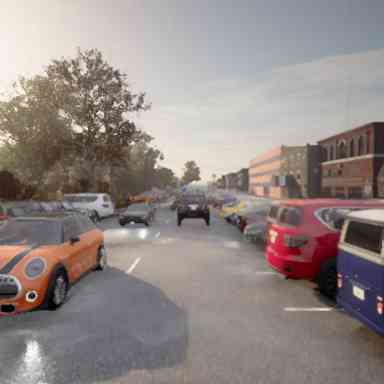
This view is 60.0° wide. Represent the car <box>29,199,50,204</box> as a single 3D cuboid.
[{"bbox_3d":[-8.515,1.310,13.310,4.553,1.767,2.185,0,0,0],"label":"car"}]

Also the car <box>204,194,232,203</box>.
[{"bbox_3d":[4.337,1.125,56.081,4.674,1.452,2.002,0,0,0],"label":"car"}]

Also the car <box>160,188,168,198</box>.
[{"bbox_3d":[-8.171,0.743,72.889,5.566,2.045,2.435,0,0,0],"label":"car"}]

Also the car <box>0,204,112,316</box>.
[{"bbox_3d":[-3.537,1.326,7.727,2.097,1.767,4.553,0,0,0],"label":"car"}]

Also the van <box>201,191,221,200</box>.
[{"bbox_3d":[4.267,0.751,75.739,4.442,1.987,1.878,0,1,0],"label":"van"}]

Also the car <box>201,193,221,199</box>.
[{"bbox_3d":[4.387,0.977,78.700,4.674,1.452,2.002,0,1,0],"label":"car"}]

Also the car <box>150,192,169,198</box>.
[{"bbox_3d":[-8.201,0.842,84.332,4.792,1.488,2.163,0,1,0],"label":"car"}]

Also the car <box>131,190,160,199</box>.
[{"bbox_3d":[-8.209,0.958,56.073,4.553,1.767,2.185,0,0,0],"label":"car"}]

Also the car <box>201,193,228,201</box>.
[{"bbox_3d":[4.353,1.040,64.558,5.008,1.535,2.097,0,0,0],"label":"car"}]

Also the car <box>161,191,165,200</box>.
[{"bbox_3d":[-8.226,1.040,64.545,4.892,1.521,2.231,0,0,0],"label":"car"}]

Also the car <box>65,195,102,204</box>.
[{"bbox_3d":[-8.581,1.282,21.540,4.553,1.767,2.185,0,0,0],"label":"car"}]

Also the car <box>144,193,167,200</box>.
[{"bbox_3d":[-8.187,0.976,75.726,5.008,1.535,2.097,0,0,0],"label":"car"}]

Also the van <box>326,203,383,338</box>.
[{"bbox_3d":[4.654,1.238,4.971,4.442,1.987,1.878,0,0,0],"label":"van"}]

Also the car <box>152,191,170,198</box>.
[{"bbox_3d":[-8.131,0.625,87.026,4.553,1.767,2.185,0,1,0],"label":"car"}]

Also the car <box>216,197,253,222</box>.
[{"bbox_3d":[4.714,1.395,24.454,5.366,1.575,1.946,0,0,0],"label":"car"}]

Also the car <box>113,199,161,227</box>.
[{"bbox_3d":[-3.566,1.471,22.613,2.033,1.411,5.357,0,0,0],"label":"car"}]

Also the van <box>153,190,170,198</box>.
[{"bbox_3d":[-8.273,0.457,89.970,4.442,1.987,1.878,0,1,0],"label":"van"}]

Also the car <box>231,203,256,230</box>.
[{"bbox_3d":[4.562,1.456,16.104,4.792,1.488,2.163,0,0,0],"label":"car"}]

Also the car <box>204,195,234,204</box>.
[{"bbox_3d":[4.331,1.139,53.256,4.674,1.452,2.002,0,0,0],"label":"car"}]

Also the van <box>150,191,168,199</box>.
[{"bbox_3d":[-8.058,0.651,81.500,4.442,1.987,1.878,0,1,0],"label":"van"}]

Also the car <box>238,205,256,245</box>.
[{"bbox_3d":[4.540,1.437,13.321,4.892,1.521,2.231,0,0,0],"label":"car"}]

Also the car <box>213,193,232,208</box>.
[{"bbox_3d":[2.705,1.242,42.031,1.812,1.442,4.674,1,1,-25],"label":"car"}]

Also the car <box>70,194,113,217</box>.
[{"bbox_3d":[-8.521,1.262,27.236,4.553,1.767,2.185,0,0,0],"label":"car"}]

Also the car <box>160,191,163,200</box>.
[{"bbox_3d":[-8.229,1.069,58.773,5.008,1.535,2.097,0,0,0],"label":"car"}]

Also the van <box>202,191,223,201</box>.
[{"bbox_3d":[4.254,0.784,70.208,4.442,1.987,1.878,0,0,0],"label":"van"}]

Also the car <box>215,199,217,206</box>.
[{"bbox_3d":[4.513,1.429,27.095,4.674,1.452,2.002,-1,0,0],"label":"car"}]

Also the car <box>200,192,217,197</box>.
[{"bbox_3d":[4.412,0.722,90.008,4.674,1.452,2.002,0,1,0],"label":"car"}]

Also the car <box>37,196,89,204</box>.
[{"bbox_3d":[-8.580,1.291,18.755,4.553,1.767,2.185,0,0,0],"label":"car"}]

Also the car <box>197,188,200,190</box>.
[{"bbox_3d":[4.393,0.366,92.826,5.566,2.045,2.435,0,1,0],"label":"car"}]

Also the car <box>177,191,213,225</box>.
[{"bbox_3d":[0.097,1.138,23.562,2.150,2.045,5.566,0,0,0],"label":"car"}]

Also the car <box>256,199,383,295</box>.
[{"bbox_3d":[4.565,1.203,7.754,5.566,2.045,2.435,0,0,0],"label":"car"}]

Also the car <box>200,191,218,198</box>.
[{"bbox_3d":[4.377,0.621,87.180,4.553,1.767,2.185,0,1,0],"label":"car"}]

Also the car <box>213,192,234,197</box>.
[{"bbox_3d":[4.298,1.144,50.429,4.792,1.488,2.163,0,0,0],"label":"car"}]

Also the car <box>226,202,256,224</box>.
[{"bbox_3d":[4.529,1.457,18.887,4.674,1.452,2.002,0,0,0],"label":"car"}]

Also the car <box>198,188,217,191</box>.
[{"bbox_3d":[4.393,0.773,67.382,5.566,2.045,2.435,0,0,0],"label":"car"}]

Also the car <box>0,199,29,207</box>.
[{"bbox_3d":[-8.573,1.194,10.400,5.566,2.045,2.435,0,0,0],"label":"car"}]

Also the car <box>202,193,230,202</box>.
[{"bbox_3d":[4.357,1.054,61.733,5.008,1.535,2.097,0,0,0],"label":"car"}]

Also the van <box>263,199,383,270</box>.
[{"bbox_3d":[4.651,1.220,10.413,4.442,1.987,1.878,0,0,0],"label":"van"}]
